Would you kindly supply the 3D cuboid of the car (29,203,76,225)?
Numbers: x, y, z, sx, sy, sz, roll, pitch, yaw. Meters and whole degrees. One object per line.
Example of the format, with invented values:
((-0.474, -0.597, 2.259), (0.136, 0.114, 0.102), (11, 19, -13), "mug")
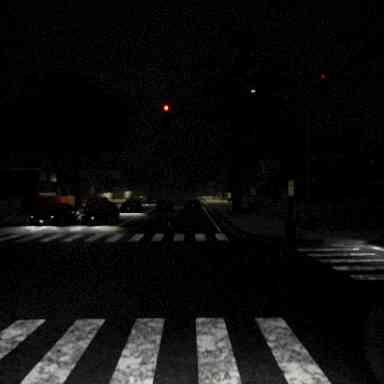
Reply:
((-9.871, 1.538, 24.434), (2.033, 1.411, 5.357), (0, 0, 0), "car")

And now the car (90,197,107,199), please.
((-9.876, 1.320, 34.681), (2.097, 1.767, 4.553), (0, 0, 0), "car")

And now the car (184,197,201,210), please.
((0.068, 1.390, 41.068), (1.882, 1.535, 5.008), (0, 1, 0), "car")

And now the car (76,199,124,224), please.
((-6.619, 1.495, 24.515), (1.837, 1.490, 4.892), (0, 0, 0), "car")

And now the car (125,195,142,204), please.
((-9.820, 1.297, 56.311), (1.895, 1.301, 4.718), (0, 1, 1), "car")

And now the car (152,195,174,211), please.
((-3.182, 1.417, 39.806), (2.128, 1.511, 4.902), (0, 1, 0), "car")

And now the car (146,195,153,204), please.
((-6.581, 1.220, 55.123), (1.837, 1.490, 4.892), (0, 0, 1), "car")

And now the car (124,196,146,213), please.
((-6.624, 1.517, 36.527), (1.994, 1.385, 4.181), (0, 0, 0), "car")
